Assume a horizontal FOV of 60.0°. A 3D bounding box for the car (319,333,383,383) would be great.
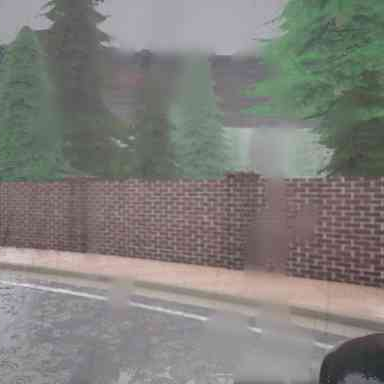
[{"bbox_3d":[3.028,1.497,1.554,4.674,1.442,1.812,0,0,37],"label":"car"}]
